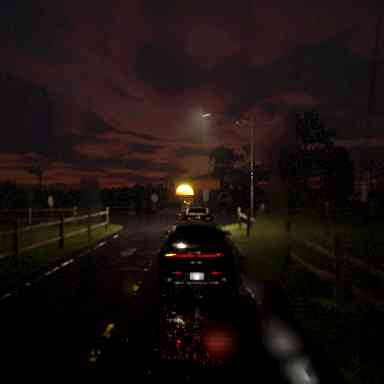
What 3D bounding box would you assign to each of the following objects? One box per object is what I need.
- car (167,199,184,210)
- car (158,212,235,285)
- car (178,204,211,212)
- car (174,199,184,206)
[{"bbox_3d":[-2.751,2.027,52.507,1.994,1.385,4.181,0,-1,0],"label":"car"},{"bbox_3d":[0.112,1.584,9.668,1.837,1.490,4.892,0,0,0],"label":"car"},{"bbox_3d":[0.419,1.673,20.586,1.837,1.490,4.892,0,0,4],"label":"car"},{"bbox_3d":[-2.647,2.128,68.823,1.837,1.490,4.892,0,-1,0],"label":"car"}]
